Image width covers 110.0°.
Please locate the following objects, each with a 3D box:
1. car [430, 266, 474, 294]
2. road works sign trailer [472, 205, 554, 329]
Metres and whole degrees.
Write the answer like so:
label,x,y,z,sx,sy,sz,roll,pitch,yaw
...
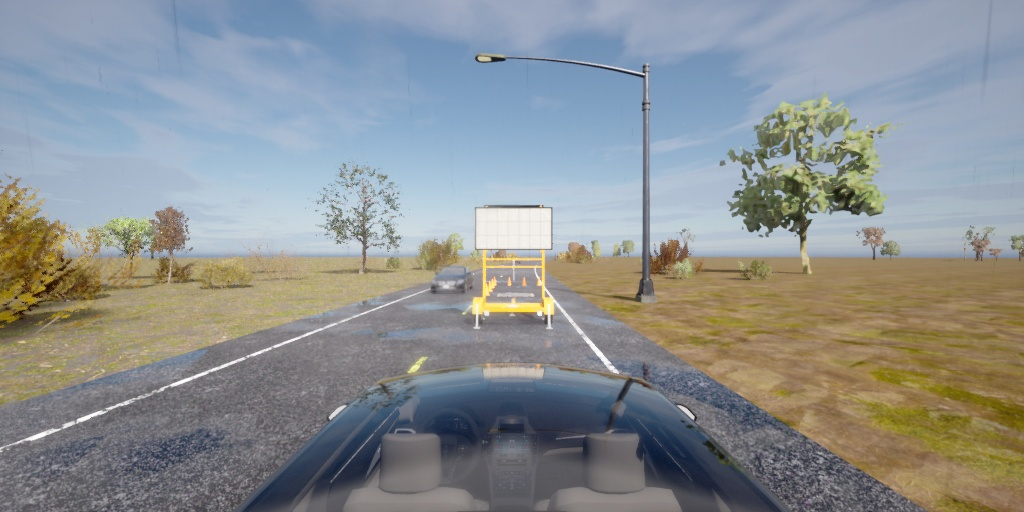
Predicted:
label,x,y,z,sx,sy,sz,roll,pitch,yaw
car,-3.230,1.274,20.210,1.812,1.442,4.674,0,0,1
road works sign trailer,0.057,0.214,11.239,2.380,3.560,2.880,0,0,1
